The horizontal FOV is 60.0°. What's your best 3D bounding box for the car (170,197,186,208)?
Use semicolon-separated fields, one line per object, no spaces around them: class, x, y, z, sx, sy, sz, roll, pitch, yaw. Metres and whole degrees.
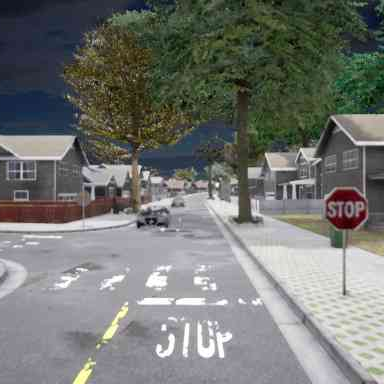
car;-1.982;1.472;48.026;1.837;1.490;4.892;0;1;1

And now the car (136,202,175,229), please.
car;-2.410;1.588;21.929;1.994;1.385;4.181;0;0;1
